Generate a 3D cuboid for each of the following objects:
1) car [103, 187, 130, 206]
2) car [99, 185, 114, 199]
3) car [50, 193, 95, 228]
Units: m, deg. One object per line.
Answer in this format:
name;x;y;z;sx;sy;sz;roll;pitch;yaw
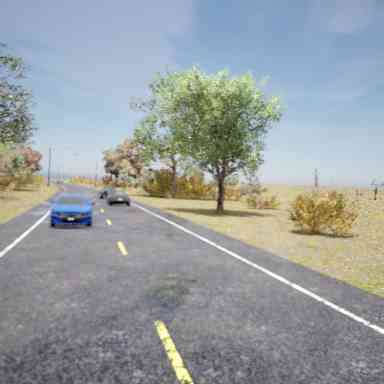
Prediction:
car;-7.169;0.555;32.241;1.994;1.385;4.181;2;1;-19
car;-10.908;-0.060;43.131;2.097;1.767;4.553;2;1;-19
car;-6.126;0.842;17.169;1.882;1.535;5.008;2;1;-18
